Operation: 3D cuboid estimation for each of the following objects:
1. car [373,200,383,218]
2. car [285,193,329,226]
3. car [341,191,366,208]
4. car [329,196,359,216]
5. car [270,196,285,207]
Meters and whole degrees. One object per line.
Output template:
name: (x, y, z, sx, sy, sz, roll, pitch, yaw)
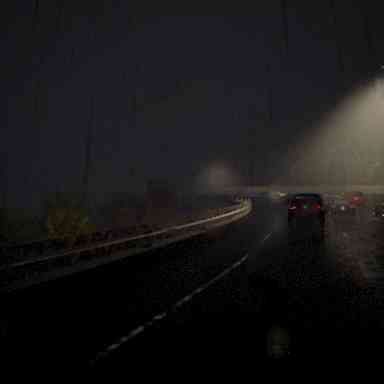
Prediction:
car: (16.055, 1.331, 26.819, 1.994, 1.385, 4.181, 0, 0, 16)
car: (7.623, 1.068, 22.431, 2.150, 2.045, 5.566, 0, 0, 17)
car: (20.431, 0.888, 42.261, 2.150, 2.045, 5.566, 0, 0, 17)
car: (12.970, 1.341, 29.577, 1.994, 1.385, 4.181, 0, 0, 12)
car: (11.586, 1.271, 43.937, 2.033, 1.411, 5.357, 0, 0, 4)
